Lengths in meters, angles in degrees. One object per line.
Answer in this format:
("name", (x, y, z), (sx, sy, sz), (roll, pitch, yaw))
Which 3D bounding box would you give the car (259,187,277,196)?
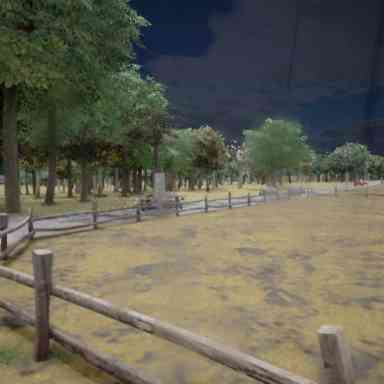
("car", (12.637, -0.116, 54.636), (1.812, 1.442, 4.674), (0, 2, 36))

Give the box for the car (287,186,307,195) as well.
("car", (17.562, -0.219, 55.472), (2.033, 1.411, 5.357), (0, 2, 36))

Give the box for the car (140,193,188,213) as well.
("car", (-2.273, 0.870, 28.074), (1.837, 1.490, 4.892), (0, 2, 36))
